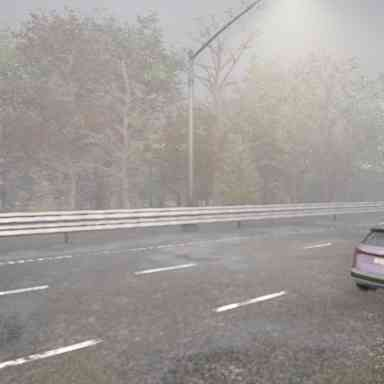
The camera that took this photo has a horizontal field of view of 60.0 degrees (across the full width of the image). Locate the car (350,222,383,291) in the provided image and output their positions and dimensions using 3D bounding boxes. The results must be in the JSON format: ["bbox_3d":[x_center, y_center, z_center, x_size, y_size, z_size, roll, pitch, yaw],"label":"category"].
[{"bbox_3d":[5.640,1.448,7.782,4.856,1.649,2.033,0,0,-35],"label":"car"}]
